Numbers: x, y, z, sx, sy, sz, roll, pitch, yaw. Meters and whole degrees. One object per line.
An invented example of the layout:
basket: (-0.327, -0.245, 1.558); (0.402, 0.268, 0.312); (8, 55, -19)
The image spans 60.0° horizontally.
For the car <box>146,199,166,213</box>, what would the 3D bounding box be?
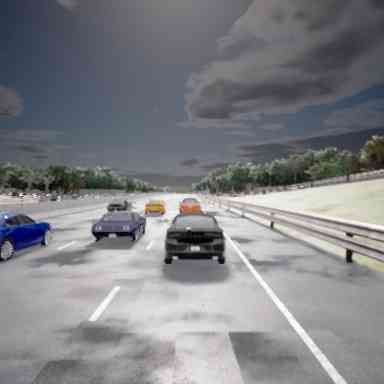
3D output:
car: (-3.751, 1.469, 34.793); (1.882, 1.535, 5.008); (0, 0, -1)

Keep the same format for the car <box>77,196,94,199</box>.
car: (-18.485, 1.483, 59.687); (1.812, 1.442, 4.674); (0, 0, -1)

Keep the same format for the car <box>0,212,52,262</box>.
car: (-6.908, 1.473, 12.206); (1.882, 1.535, 5.008); (0, 0, 0)

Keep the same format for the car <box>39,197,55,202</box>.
car: (-25.460, 1.518, 58.949); (1.994, 1.385, 4.181); (0, 0, -1)

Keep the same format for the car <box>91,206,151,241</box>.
car: (-3.422, 1.596, 16.538); (1.895, 1.301, 4.718); (0, 0, 0)

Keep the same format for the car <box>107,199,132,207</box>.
car: (-7.219, 1.495, 33.370); (1.837, 1.490, 4.892); (0, 0, -1)

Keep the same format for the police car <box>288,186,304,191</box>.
police car: (24.365, -0.476, 78.271); (2.038, 1.542, 4.974); (0, -4, -14)

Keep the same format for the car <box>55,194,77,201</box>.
car: (-21.976, 1.309, 59.271); (2.097, 1.767, 4.553); (0, 0, -1)

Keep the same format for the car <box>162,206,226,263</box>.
car: (0.095, 1.473, 12.025); (1.882, 1.535, 5.008); (0, 0, 0)

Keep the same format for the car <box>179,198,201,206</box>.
car: (-0.210, 1.346, 33.004); (2.097, 1.767, 4.553); (0, 0, -1)
